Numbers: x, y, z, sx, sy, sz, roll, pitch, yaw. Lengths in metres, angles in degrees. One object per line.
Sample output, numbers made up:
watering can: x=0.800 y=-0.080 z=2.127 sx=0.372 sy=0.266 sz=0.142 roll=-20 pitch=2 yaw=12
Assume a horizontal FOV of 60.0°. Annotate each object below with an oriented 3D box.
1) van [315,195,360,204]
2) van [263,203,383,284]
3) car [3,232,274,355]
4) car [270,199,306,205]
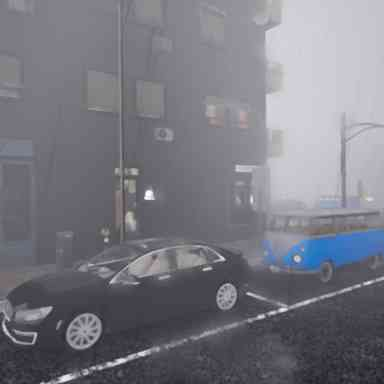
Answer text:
van: x=12.925 y=1.184 z=29.856 sx=1.690 sy=1.788 sz=3.998 roll=-1 pitch=1 yaw=-35
van: x=3.702 y=1.334 z=9.215 sx=3.998 sy=1.788 sz=1.690 roll=0 pitch=-1 yaw=-35
car: x=-0.857 y=1.549 z=5.960 sx=4.403 sy=1.369 sz=2.008 roll=0 pitch=-1 yaw=-35
car: x=9.746 y=1.383 z=34.373 sx=1.947 sy=1.339 sz=4.313 roll=-1 pitch=1 yaw=-35
